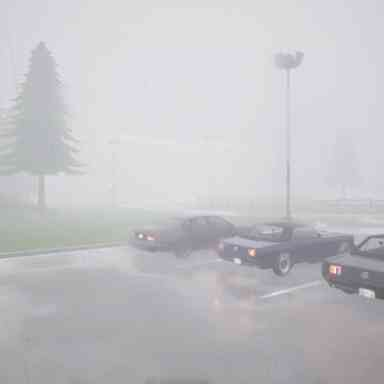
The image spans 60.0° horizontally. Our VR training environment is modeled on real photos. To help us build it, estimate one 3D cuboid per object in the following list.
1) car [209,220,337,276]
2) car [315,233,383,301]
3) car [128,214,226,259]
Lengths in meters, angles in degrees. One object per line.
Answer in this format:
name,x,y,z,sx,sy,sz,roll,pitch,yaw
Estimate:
car,3.060,1.599,10.344,4.718,1.301,1.895,0,0,-35
car,5.080,1.599,7.485,4.718,1.301,1.895,0,0,-35
car,0.315,1.546,12.695,5.357,1.411,2.033,0,0,-35
